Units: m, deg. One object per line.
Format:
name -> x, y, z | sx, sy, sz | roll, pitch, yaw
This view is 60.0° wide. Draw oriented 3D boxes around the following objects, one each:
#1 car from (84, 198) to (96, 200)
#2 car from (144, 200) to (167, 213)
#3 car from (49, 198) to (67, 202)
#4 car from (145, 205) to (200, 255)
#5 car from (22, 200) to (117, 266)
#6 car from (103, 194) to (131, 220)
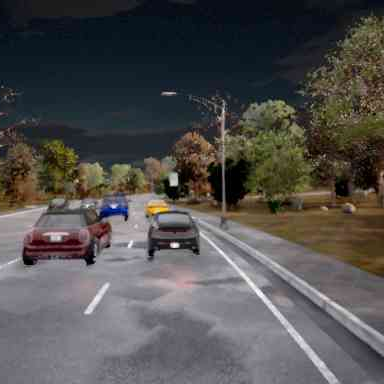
car -> -12.844, 1.481, 41.799 | 2.128, 1.511, 4.902 | 0, 0, -12
car -> -3.303, 1.461, 30.511 | 1.882, 1.535, 5.008 | 0, 0, -10
car -> -16.175, 1.474, 40.623 | 1.882, 1.535, 5.008 | 0, 0, -12
car -> -0.785, 1.497, 13.337 | 1.837, 1.490, 4.892 | 0, 0, -5
car -> -4.164, 1.356, 11.856 | 2.097, 1.767, 4.553 | 0, 0, -5
car -> -6.315, 1.212, 27.568 | 2.150, 2.045, 5.566 | 0, 0, -10
